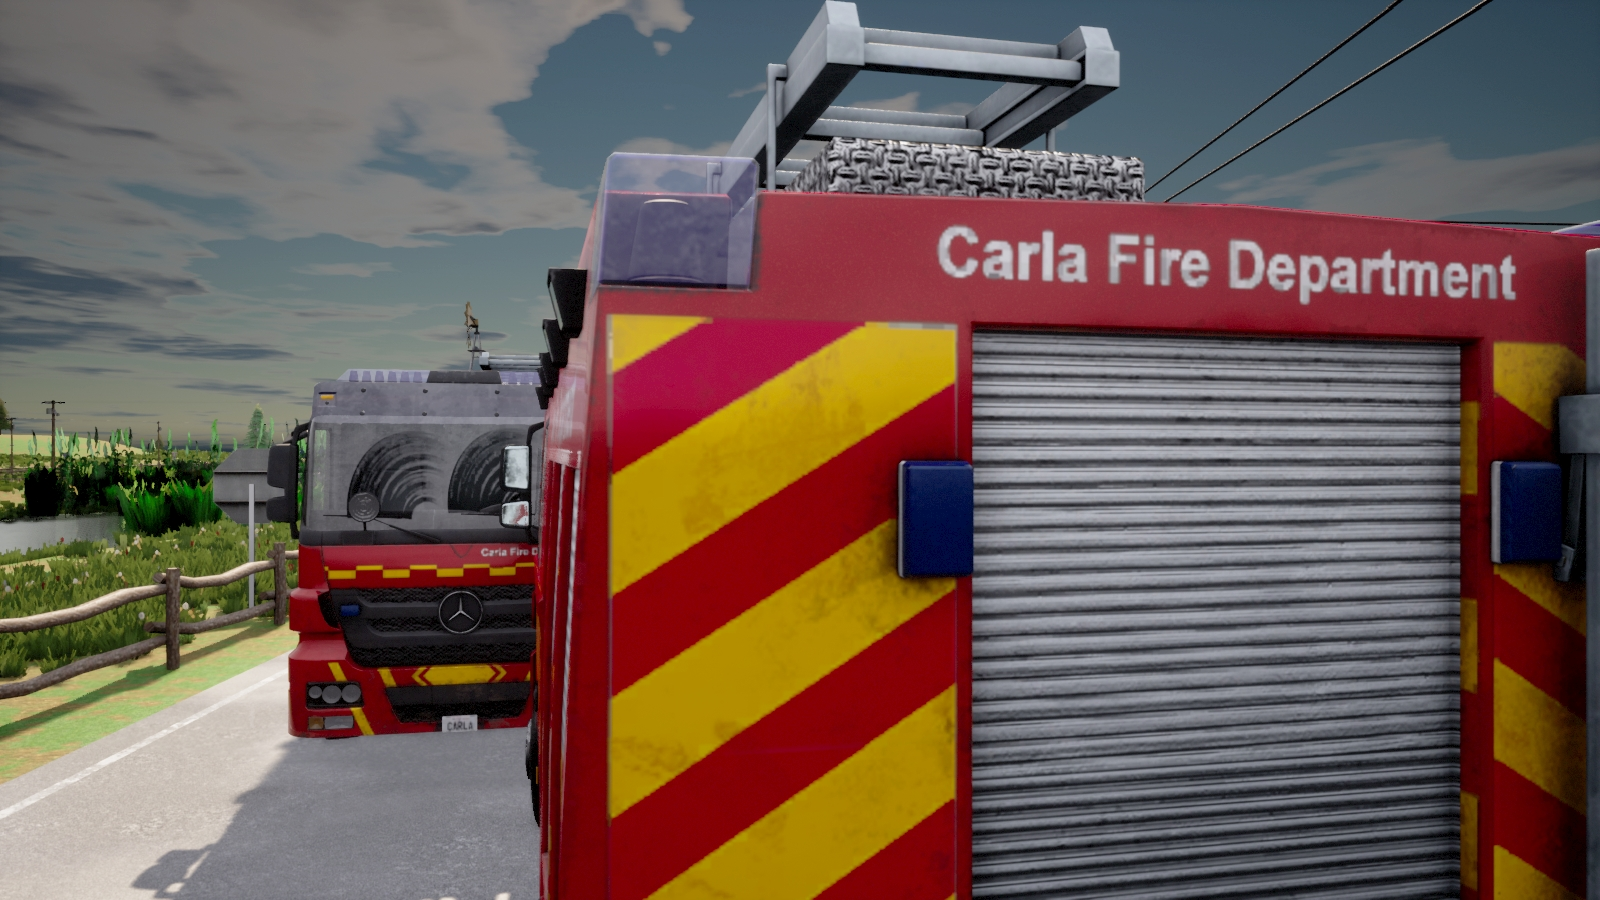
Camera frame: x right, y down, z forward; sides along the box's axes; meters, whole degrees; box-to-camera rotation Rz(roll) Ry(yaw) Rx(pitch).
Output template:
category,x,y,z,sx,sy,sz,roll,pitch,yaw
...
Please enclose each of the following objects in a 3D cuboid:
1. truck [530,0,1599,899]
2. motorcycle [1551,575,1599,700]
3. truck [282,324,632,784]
category,x,y,z,sx,sy,sz,roll,pitch,yaw
truck,-0.123,0.866,6.873,2.891,3.827,8.468,0,0,-13
motorcycle,9.814,2.142,13.180,1.805,1.316,0.856,0,0,-7
truck,-3.885,0.862,13.969,2.891,3.827,8.468,0,0,-13
